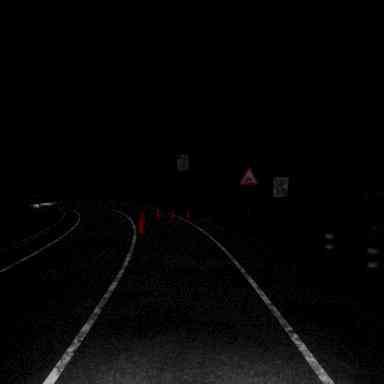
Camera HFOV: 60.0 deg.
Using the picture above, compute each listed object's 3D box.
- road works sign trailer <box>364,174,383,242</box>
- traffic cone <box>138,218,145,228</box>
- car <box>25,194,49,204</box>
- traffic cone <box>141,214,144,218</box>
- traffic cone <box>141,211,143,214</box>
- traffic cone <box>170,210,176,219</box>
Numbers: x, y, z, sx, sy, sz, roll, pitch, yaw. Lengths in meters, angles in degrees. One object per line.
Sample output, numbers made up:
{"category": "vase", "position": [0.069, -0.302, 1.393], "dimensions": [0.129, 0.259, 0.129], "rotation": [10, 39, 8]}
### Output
{"category": "road works sign trailer", "position": [7.391, 0.813, 10.800], "dimensions": [2.380, 2.880, 3.560], "rotation": [43, 2, -1]}
{"category": "traffic cone", "position": [-2.414, 1.661, 15.749], "dimensions": [0.340, 0.580, 0.340], "rotation": [-1, 2, -8]}
{"category": "car", "position": [-23.039, 1.019, 49.382], "dimensions": [4.674, 1.442, 1.812], "rotation": [-1, 4, 43]}
{"category": "traffic cone", "position": [-2.688, 1.610, 17.730], "dimensions": [0.340, 0.580, 0.340], "rotation": [-1, 2, -8]}
{"category": "traffic cone", "position": [-2.961, 1.557, 19.711], "dimensions": [0.340, 0.580, 0.340], "rotation": [-1, 2, -8]}
{"category": "traffic cone", "position": [-1.262, 1.453, 21.954], "dimensions": [0.340, 0.580, 0.340], "rotation": [-1, 2, -7]}
